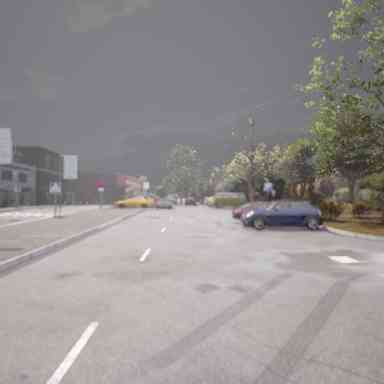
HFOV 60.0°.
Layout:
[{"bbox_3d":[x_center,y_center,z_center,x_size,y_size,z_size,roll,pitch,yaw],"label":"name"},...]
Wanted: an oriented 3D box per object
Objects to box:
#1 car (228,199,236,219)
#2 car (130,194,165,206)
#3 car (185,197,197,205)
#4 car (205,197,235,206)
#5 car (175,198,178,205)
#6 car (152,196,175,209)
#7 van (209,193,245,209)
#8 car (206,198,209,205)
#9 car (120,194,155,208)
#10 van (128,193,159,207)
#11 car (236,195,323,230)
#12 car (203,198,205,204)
[{"bbox_3d":[5.057,1.389,22.659,4.674,1.452,2.002,0,0,0],"label":"car"},{"bbox_3d":[-7.431,1.312,56.150,5.566,2.045,2.435,0,-1,-1],"label":"car"},{"bbox_3d":[-0.229,1.715,61.182,1.837,1.490,4.892,0,-1,1],"label":"car"},{"bbox_3d":[4.787,1.600,57.414,4.892,1.521,2.231,0,-1,-1],"label":"car"},{"bbox_3d":[-3.608,1.773,61.906,1.812,1.442,4.674,0,-1,-1],"label":"car"},{"bbox_3d":[-3.501,1.468,41.682,1.895,1.301,4.718,0,-1,0],"label":"car"},{"bbox_3d":[4.802,1.143,43.454,4.442,1.987,1.878,0,-1,0],"label":"van"},{"bbox_3d":[5.081,1.397,46.248,5.366,1.575,1.946,0,-1,0],"label":"car"},{"bbox_3d":[-7.347,1.276,46.920,4.553,1.767,2.185,0,-1,0],"label":"car"},{"bbox_3d":[-7.286,1.223,49.959,4.442,1.987,1.878,0,-1,0],"label":"van"},{"bbox_3d":[5.128,1.240,19.488,4.553,1.767,2.185,0,0,0],"label":"car"},{"bbox_3d":[4.800,1.284,54.628,5.566,2.045,2.435,0,-1,-1],"label":"car"}]
